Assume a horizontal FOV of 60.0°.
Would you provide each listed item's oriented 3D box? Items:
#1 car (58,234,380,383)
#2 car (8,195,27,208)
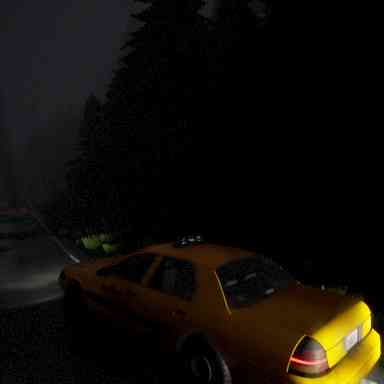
[{"bbox_3d":[-0.239,1.417,5.102,5.366,1.575,1.801,1,1,45],"label":"car"},{"bbox_3d":[-21.011,1.057,40.141,2.128,1.511,4.902,-2,2,-26],"label":"car"}]
